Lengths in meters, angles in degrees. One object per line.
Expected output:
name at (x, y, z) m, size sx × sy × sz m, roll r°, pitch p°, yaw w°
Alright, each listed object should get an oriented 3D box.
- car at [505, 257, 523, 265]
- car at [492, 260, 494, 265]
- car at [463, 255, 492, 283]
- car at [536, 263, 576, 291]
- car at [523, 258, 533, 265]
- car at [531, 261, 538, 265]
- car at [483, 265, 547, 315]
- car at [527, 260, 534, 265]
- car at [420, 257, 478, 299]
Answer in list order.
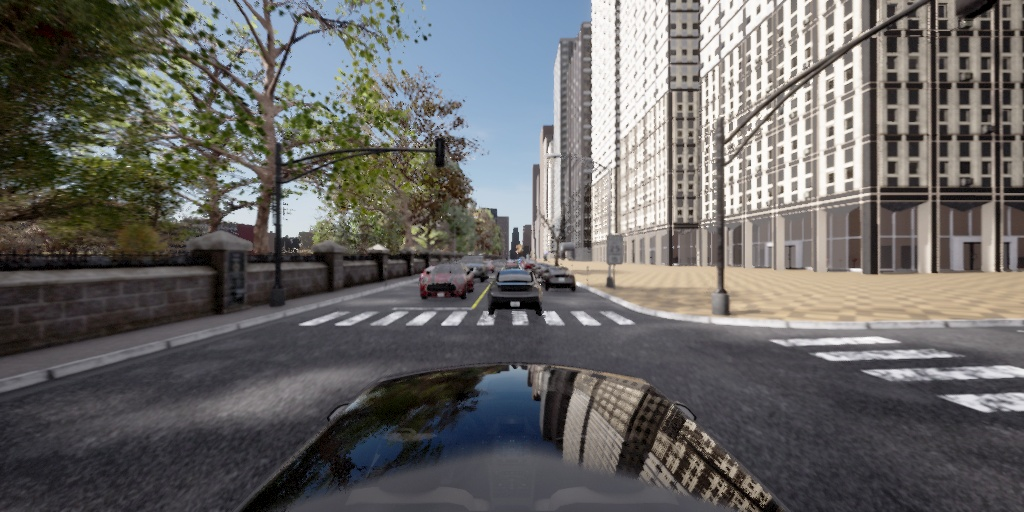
car at (0.002, 1.247, 48.348) m, size 2.128 × 1.511 × 4.902 m, roll 0°, pitch 0°, yaw 0°
car at (-3.038, 1.278, 42.575) m, size 1.812 × 1.442 × 4.674 m, roll 0°, pitch 0°, yaw 0°
car at (-3.082, 0.968, 28.394) m, size 2.150 × 2.045 × 5.566 m, roll 0°, pitch 0°, yaw 0°
car at (2.690, 1.313, 21.512) m, size 1.948 × 1.339 × 4.313 m, roll 0°, pitch 0°, yaw 0°
car at (2.694, 1.301, 49.675) m, size 1.888 × 1.381 × 4.507 m, roll 0°, pitch 0°, yaw 0°
car at (2.691, 1.313, 27.145) m, size 1.948 × 1.339 × 4.313 m, roll 0°, pitch 0°, yaw 0°
car at (0.102, 1.253, 13.628) m, size 1.837 × 1.490 × 4.892 m, roll 0°, pitch 0°, yaw 0°
car at (2.692, 1.314, 32.778) m, size 1.948 × 1.339 × 4.313 m, roll 0°, pitch 0°, yaw 0°
car at (-3.092, 1.100, 17.860) m, size 2.097 × 1.767 × 4.553 m, roll 0°, pitch 0°, yaw 0°
